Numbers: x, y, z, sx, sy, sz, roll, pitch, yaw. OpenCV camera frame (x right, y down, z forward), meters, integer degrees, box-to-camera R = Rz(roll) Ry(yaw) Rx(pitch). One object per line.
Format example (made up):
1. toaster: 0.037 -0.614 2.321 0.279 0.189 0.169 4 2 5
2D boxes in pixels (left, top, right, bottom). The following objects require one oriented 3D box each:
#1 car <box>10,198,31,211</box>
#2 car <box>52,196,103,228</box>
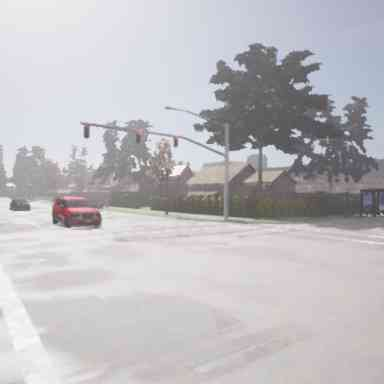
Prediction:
1. car: -21.459 1.568 41.559 1.837 1.490 4.892 1 0 -36
2. car: -8.107 1.392 23.117 2.150 2.045 5.566 1 1 -36
